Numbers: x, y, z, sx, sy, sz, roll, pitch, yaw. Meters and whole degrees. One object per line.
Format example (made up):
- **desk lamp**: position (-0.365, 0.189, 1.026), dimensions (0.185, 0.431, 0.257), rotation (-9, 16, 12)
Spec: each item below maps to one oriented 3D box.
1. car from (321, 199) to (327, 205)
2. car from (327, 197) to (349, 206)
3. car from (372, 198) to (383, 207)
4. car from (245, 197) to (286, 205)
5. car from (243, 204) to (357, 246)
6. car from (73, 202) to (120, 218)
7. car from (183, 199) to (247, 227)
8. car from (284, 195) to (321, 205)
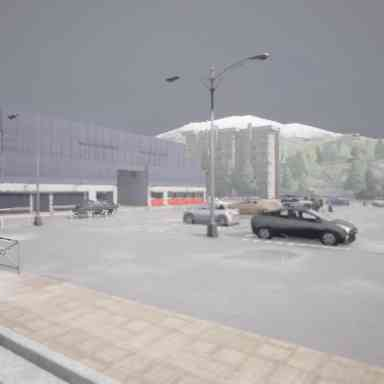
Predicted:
- **car**: position (13.472, 1.291, 40.540), dimensions (4.605, 1.855, 1.932), rotation (0, 0, 35)
- **car**: position (24.328, 1.569, 55.623), dimensions (3.633, 1.501, 1.845), rotation (0, 0, 35)
- **car**: position (28.660, 1.580, 48.901), dimensions (3.806, 1.475, 1.970), rotation (0, 0, 35)
- **car**: position (4.731, 1.346, 27.491), dimensions (5.027, 1.636, 2.152), rotation (0, 0, 35)
- **car**: position (4.918, 1.491, 15.004), dimensions (4.514, 1.523, 2.007), rotation (0, 0, 35)
- **car**: position (-9.109, 1.667, 32.310), dimensions (2.128, 1.511, 4.902), rotation (0, 0, 35)
- **car**: position (1.284, 1.425, 22.068), dimensions (3.806, 1.475, 1.970), rotation (0, 0, 35)
- **car**: position (12.128, 1.271, 37.931), dimensions (3.866, 1.878, 1.905), rotation (0, 0, 35)
